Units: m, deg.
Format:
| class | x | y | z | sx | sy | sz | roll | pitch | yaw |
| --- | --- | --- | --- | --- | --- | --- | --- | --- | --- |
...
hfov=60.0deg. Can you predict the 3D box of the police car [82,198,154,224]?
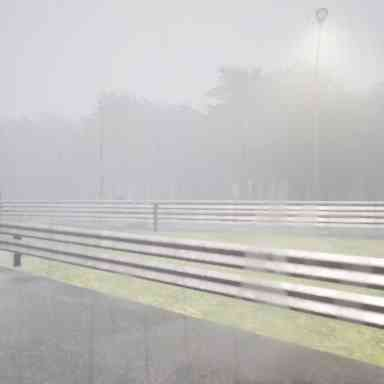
| class | x | y | z | sx | sy | sz | roll | pitch | yaw |
| --- | --- | --- | --- | --- | --- | --- | --- | --- | --- |
| police car | -4.857 | 1.187 | 21.927 | 5.238 | 1.638 | 1.930 | 0 | 0 | 20 |
